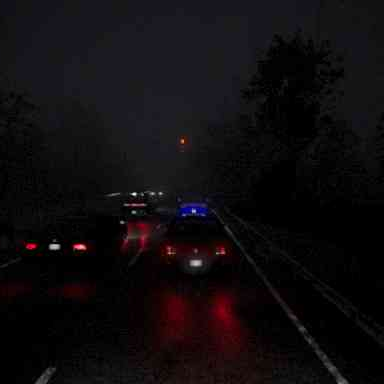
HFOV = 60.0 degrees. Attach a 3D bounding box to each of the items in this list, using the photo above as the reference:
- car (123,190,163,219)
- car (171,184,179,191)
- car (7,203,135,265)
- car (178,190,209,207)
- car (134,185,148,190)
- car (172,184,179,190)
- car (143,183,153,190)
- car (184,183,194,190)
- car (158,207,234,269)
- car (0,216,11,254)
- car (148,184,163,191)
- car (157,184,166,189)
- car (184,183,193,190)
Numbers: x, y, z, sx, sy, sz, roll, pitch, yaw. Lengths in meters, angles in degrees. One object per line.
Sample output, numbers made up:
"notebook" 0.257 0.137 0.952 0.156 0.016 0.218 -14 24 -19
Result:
"car" -3.399 0.891 21.893 2.128 1.511 4.902 0 2 0
"car" -4.039 -0.980 79.757 2.033 1.411 5.357 0 2 -2
"car" -3.398 1.316 10.703 2.033 1.411 5.357 0 2 0
"car" 0.100 0.882 21.741 1.882 1.535 5.008 0 2 0
"car" -10.707 -0.527 68.050 1.895 1.301 4.718 0 2 -1
"car" -4.540 -1.421 90.204 1.812 1.442 4.674 0 2 -3
"car" -11.243 -1.427 84.440 2.128 1.511 4.902 0 2 -3
"car" -0.555 -1.048 80.265 1.882 1.535 5.008 0 2 -2
"car" 0.101 1.382 10.347 1.895 1.301 4.718 0 2 0
"car" -7.094 1.287 9.451 1.882 1.535 5.008 0 2 0
"car" -7.210 -0.774 68.256 2.097 1.767 4.553 0 2 -1
"car" -7.747 -1.419 84.605 2.033 1.411 5.357 0 2 -3
"car" -1.044 -1.596 90.368 2.097 1.767 4.553 0 2 -3
